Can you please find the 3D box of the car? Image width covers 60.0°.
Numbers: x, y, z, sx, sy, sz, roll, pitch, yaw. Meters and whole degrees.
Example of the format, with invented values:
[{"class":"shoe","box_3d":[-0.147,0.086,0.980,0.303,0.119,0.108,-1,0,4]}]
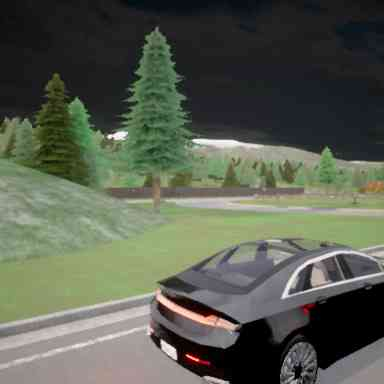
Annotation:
[{"class":"car","box_3d":[1.719,1.456,4.971,4.902,1.511,2.128,0,0,-35]}]
